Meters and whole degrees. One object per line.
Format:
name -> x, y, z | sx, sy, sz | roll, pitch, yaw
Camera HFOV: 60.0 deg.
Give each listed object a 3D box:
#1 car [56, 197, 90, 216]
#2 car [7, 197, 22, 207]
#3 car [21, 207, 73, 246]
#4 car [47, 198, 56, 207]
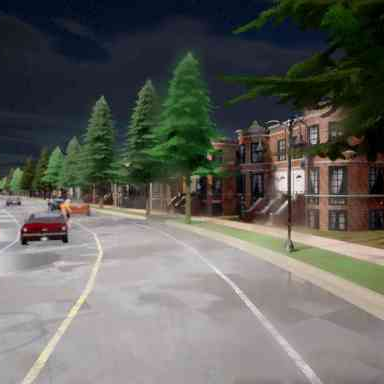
car -> -11.214, 1.353, 31.685 | 2.097, 1.767, 4.553 | 0, 0, -31
car -> -28.067, 1.493, 52.525 | 2.128, 1.511, 4.902 | 0, 0, -31
car -> -6.776, 1.600, 15.564 | 1.895, 1.301, 4.718 | 0, 0, -21
car -> -16.231, 1.505, 40.077 | 1.837, 1.490, 4.892 | 0, 0, -31
